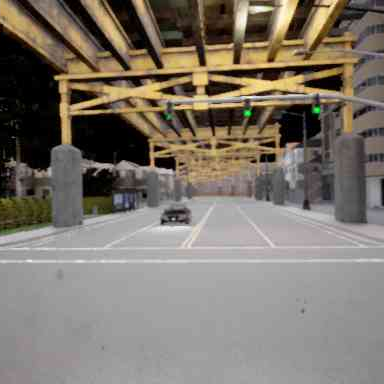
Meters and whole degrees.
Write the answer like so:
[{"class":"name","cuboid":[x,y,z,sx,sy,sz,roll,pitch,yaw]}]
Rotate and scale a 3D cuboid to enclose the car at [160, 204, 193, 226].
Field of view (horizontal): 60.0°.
[{"class":"car","cuboid":[-1.066,1.615,24.205,1.994,1.385,4.181,-1,0,5]}]
